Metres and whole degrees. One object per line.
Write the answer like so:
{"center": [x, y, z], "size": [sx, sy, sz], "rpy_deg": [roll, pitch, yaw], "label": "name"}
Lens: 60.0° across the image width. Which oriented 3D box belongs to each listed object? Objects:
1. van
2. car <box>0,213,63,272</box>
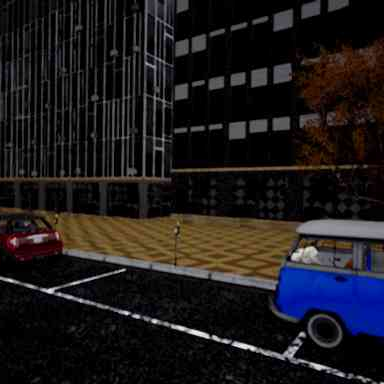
{"center": [3.186, 1.344, 4.637], "size": [3.998, 1.788, 1.690], "rpy_deg": [0, 1, 34], "label": "van"}
{"center": [-6.158, 1.443, 10.901], "size": [4.097, 1.590, 1.967], "rpy_deg": [0, 1, 34], "label": "car"}
